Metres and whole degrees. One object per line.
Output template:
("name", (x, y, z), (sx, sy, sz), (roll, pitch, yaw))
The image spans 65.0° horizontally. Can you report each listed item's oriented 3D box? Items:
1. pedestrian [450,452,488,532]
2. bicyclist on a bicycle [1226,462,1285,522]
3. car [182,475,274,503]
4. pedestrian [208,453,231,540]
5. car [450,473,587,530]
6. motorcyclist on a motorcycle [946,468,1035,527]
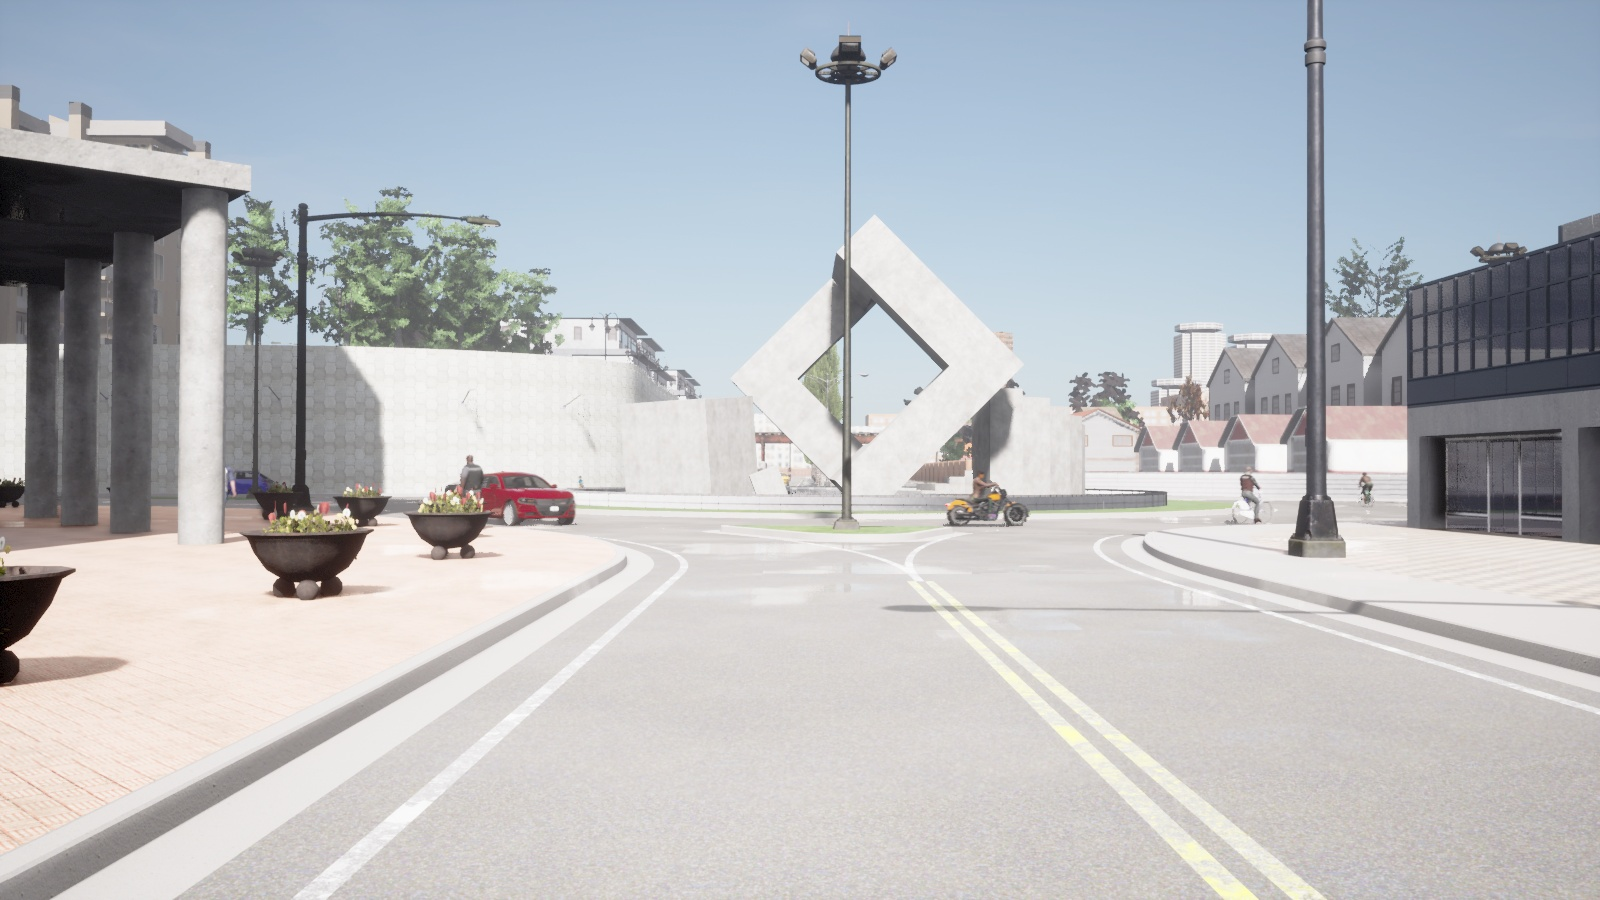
("pedestrian", (-7.880, 0.997, 29.911), (0.563, 1.883, 0.849), (1, -1, -40))
("bicyclist on a bicycle", (13.770, 1.266, 37.968), (1.843, 1.776, 0.659), (0, -1, -33))
("car", (-30.532, 2.075, 67.127), (4.193, 1.474, 1.816), (0, -1, -11))
("pedestrian", (-12.526, 0.997, 27.096), (0.354, 1.836, 0.706), (0, -1, -33))
("car", (-8.219, 1.434, 36.368), (1.882, 1.535, 5.008), (0, -1, -38))
("motorcyclist on a motorcycle", (5.369, 1.337, 35.438), (2.350, 1.649, 0.766), (0, -1, -5))
